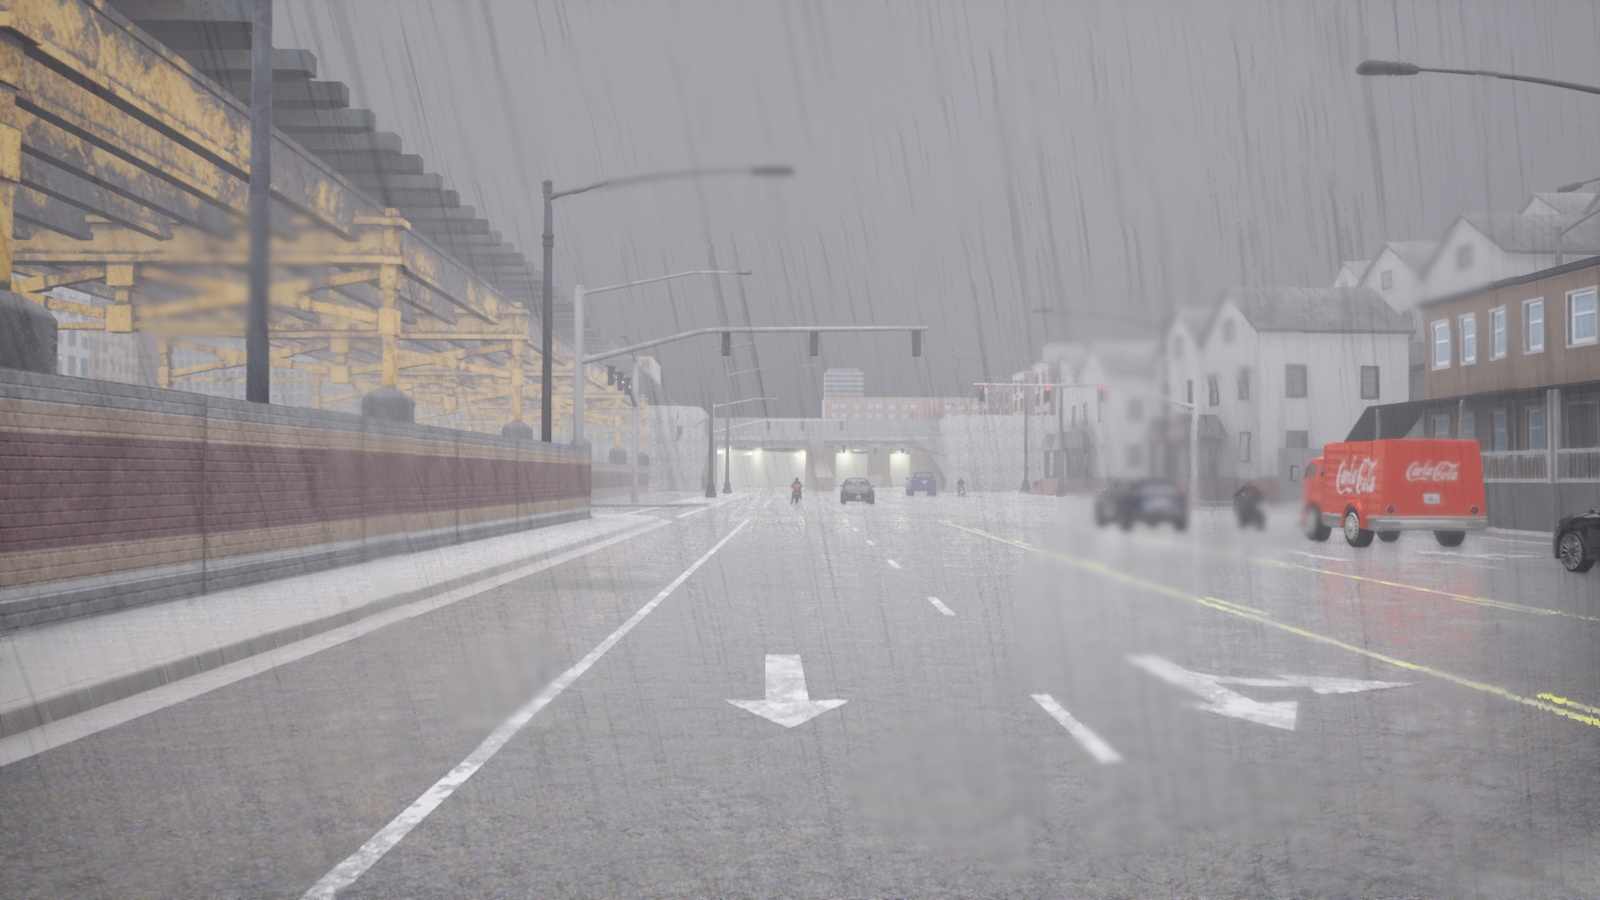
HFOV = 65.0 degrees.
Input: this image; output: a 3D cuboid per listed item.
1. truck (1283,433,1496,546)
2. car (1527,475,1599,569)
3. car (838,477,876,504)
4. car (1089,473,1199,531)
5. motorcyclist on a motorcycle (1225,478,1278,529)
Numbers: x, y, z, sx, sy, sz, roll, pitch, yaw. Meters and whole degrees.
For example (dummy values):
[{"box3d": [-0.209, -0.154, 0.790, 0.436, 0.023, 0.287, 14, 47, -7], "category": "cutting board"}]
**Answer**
[{"box3d": [13.926, 0.922, 30.123, 2.627, 2.467, 5.204, 0, -1, 0], "category": "truck"}, {"box3d": [13.955, 1.145, 19.797, 2.128, 1.511, 4.902, 0, -1, 0], "category": "car"}, {"box3d": [3.323, 2.329, 73.701, 2.007, 1.525, 4.514, 0, -1, 0], "category": "car"}, {"box3d": [10.408, 1.530, 38.392, 2.033, 1.649, 4.856, 0, -1, 0], "category": "car"}, {"box3d": [13.872, 1.627, 38.680, 0.866, 1.530, 2.191, 0, -1, 1], "category": "motorcyclist on a motorcycle"}]
